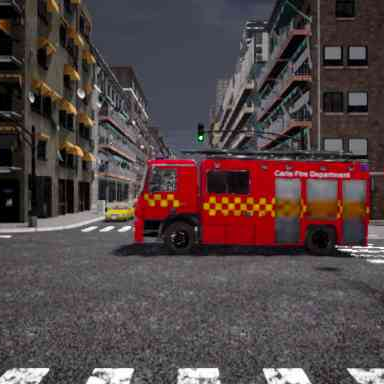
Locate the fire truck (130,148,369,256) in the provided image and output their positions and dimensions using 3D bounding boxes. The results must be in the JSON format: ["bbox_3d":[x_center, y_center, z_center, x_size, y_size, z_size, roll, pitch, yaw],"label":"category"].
[{"bbox_3d":[2.167,0.334,13.137,8.468,3.827,2.891,1,0,0],"label":"fire truck"}]

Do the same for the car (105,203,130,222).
[{"bbox_3d":[-5.612,1.529,26.284,1.752,1.417,4.829,1,0,0],"label":"car"}]

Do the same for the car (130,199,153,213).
[{"bbox_3d":[-5.583,1.551,37.500,1.887,1.381,4.507,1,0,0],"label":"car"}]
